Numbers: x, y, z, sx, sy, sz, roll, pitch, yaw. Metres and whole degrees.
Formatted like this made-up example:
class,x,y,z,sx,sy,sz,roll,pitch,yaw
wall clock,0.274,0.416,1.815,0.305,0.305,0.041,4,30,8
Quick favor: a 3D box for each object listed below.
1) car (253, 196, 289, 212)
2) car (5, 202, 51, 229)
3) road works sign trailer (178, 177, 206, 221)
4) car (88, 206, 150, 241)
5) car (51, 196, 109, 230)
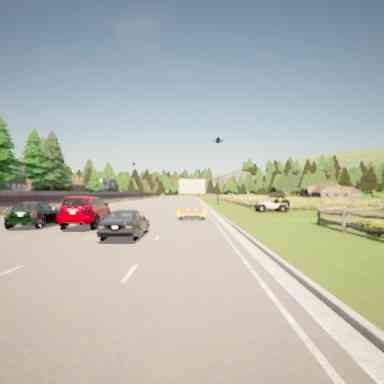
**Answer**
class,x,y,z,sx,sy,sz,roll,pitch,yaw
car,8.921,1.340,37.211,3.866,1.878,1.905,0,0,0
car,-10.401,1.429,22.278,2.097,1.767,4.553,0,0,0
road works sign trailer,0.000,0.561,28.209,2.380,3.560,2.880,0,0,0
car,-3.400,1.607,17.153,2.033,1.411,5.357,0,0,0
car,-6.899,1.297,21.866,2.150,2.045,5.566,0,0,0
